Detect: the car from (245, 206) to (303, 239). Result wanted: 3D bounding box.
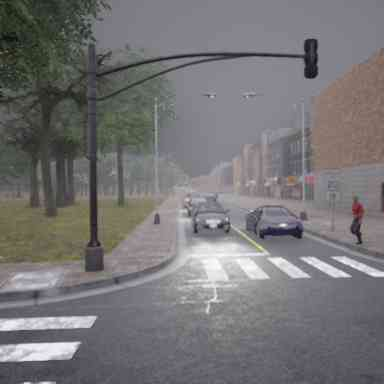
[{"bbox_3d":[3.868,1.359,16.285,1.994,1.385,4.181,-1,1,-1],"label":"car"}]

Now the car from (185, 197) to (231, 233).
[{"bbox_3d":[0.915,1.286,18.127,2.128,1.511,4.902,-1,1,-2],"label":"car"}]

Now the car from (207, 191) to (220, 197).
[{"bbox_3d":[2.654,0.842,50.179,1.812,1.442,4.674,-1,1,-2],"label":"car"}]

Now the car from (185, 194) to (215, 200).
[{"bbox_3d":[0.570,1.172,27.285,1.812,1.442,4.674,-1,1,-2],"label":"car"}]

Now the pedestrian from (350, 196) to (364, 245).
[{"bbox_3d":[6.037,0.986,12.170,0.375,1.860,0.375,0,0,-2],"label":"pedestrian"}]

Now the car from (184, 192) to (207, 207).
[{"bbox_3d":[0.206,0.857,37.130,2.097,1.767,4.553,-1,1,-2],"label":"car"}]
